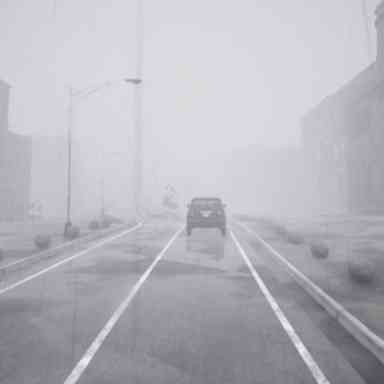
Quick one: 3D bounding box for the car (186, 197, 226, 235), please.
[{"bbox_3d":[0.846,1.312,19.634,2.150,2.045,5.566,0,-1,3],"label":"car"}]
